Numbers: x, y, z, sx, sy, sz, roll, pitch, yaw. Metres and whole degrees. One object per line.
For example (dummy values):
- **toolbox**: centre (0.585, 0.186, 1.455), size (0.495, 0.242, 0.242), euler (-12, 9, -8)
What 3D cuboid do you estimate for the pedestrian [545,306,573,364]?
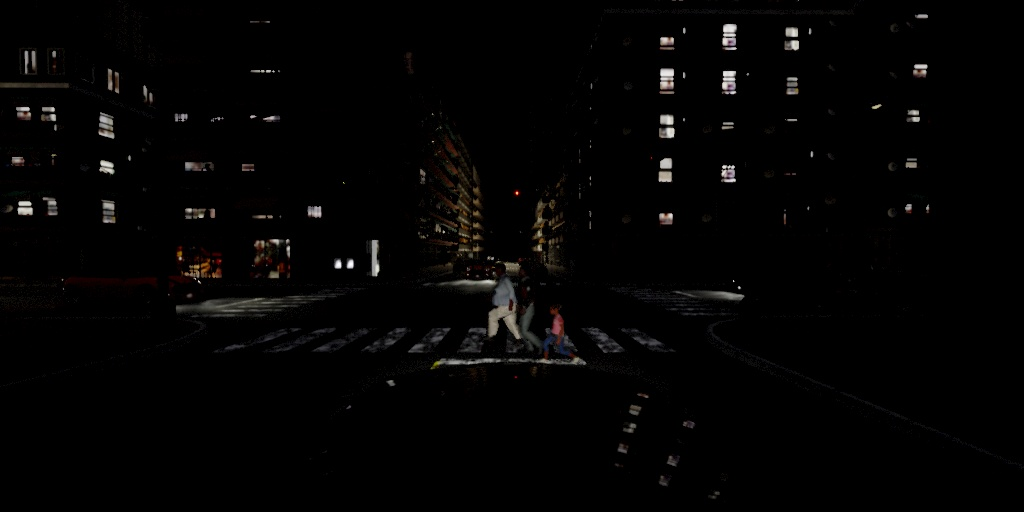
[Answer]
- **pedestrian**: centre (0.855, 1.042, 6.649), size (0.375, 1.860, 0.375), euler (-1, 1, 0)

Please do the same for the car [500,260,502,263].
- **car**: centre (-2.787, 1.269, 65.415), size (2.033, 1.411, 5.357), euler (0, 0, 0)

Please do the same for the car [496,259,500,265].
- **car**: centre (-2.849, 1.236, 45.992), size (1.837, 1.490, 4.892), euler (0, 0, 0)

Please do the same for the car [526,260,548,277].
- **car**: centre (2.557, 1.319, 34.566), size (1.802, 1.307, 4.207), euler (0, 0, 0)

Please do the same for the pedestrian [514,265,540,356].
- **pedestrian**: centre (0.301, 1.043, 7.248), size (0.375, 1.860, 0.375), euler (-1, 1, 0)

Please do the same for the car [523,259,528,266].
- **car**: centre (2.556, 1.285, 40.105), size (2.007, 1.370, 4.403), euler (0, 0, 0)

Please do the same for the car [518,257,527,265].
- **car**: centre (2.551, 1.268, 62.262), size (1.888, 1.381, 4.507), euler (0, 0, 0)

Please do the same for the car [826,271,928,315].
- **car**: centre (14.726, 1.348, 13.267), size (4.313, 1.339, 1.948), euler (0, 0, -1)

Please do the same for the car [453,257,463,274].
- **car**: centre (-5.325, 1.049, 40.162), size (2.192, 1.841, 5.009), euler (0, 0, 0)

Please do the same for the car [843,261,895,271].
- **car**: centre (20.240, 1.110, 21.198), size (4.097, 1.591, 1.967), euler (0, 0, -1)

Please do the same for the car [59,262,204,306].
- **car**: centre (-16.082, 1.129, 15.399), size (4.553, 1.767, 2.097), euler (0, 1, 0)

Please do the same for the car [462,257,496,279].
- **car**: centre (-2.851, 1.091, 31.871), size (2.097, 1.767, 4.553), euler (0, 0, 0)

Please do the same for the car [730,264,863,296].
- **car**: centre (14.478, 1.257, 18.672), size (5.357, 1.411, 2.033), euler (0, 1, -1)

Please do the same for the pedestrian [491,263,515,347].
- **pedestrian**: centre (-0.197, 1.042, 7.848), size (0.375, 1.860, 0.375), euler (-1, 1, 0)
